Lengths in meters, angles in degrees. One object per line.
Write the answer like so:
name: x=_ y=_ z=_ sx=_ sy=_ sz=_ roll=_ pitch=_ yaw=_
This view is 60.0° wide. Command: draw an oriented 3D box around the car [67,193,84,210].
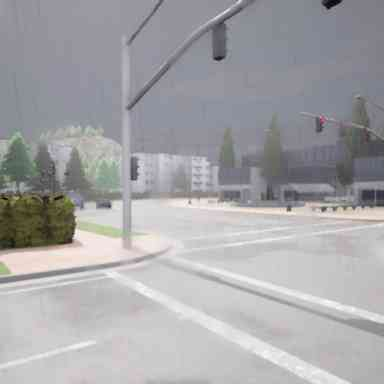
car: x=-14.832 y=1.163 z=41.884 sx=2.150 sy=2.045 sz=5.566 roll=0 pitch=0 yaw=-18

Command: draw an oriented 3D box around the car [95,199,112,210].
car: x=-11.364 y=1.527 z=42.517 sx=1.895 sy=1.301 sz=4.718 roll=0 pitch=0 yaw=-18
